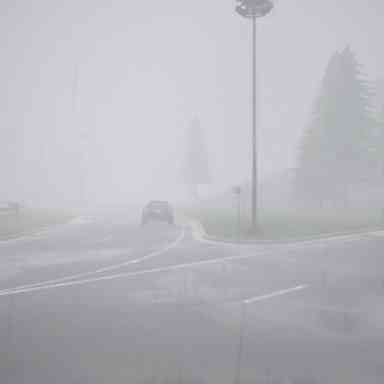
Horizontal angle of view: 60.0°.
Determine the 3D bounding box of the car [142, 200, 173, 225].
[{"bbox_3d":[-2.498,1.348,24.495,2.097,1.767,4.553,0,0,-5],"label":"car"}]
